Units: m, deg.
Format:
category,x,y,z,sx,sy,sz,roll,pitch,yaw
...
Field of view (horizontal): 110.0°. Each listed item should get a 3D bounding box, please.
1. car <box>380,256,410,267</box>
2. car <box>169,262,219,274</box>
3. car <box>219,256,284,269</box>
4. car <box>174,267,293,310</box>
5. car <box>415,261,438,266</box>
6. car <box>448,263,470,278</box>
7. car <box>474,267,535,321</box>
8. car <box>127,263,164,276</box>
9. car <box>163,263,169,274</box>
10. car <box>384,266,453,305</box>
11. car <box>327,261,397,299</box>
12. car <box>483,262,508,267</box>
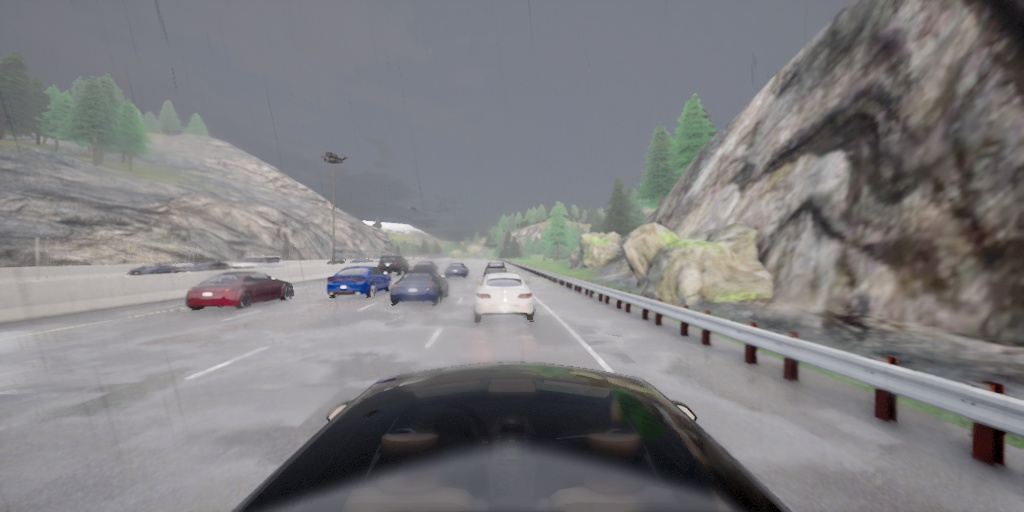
category,x,y,z,sx,sy,sz,roll,pitch,yaw
car,-12.360,0.976,37.768,2.150,2.045,5.566,0,0,-4
car,-26.142,1.294,30.859,1.837,1.490,4.892,0,0,-4
car,-22.711,0.998,31.996,2.150,2.045,5.566,0,0,-4
car,-10.945,1.329,14.767,1.994,1.385,4.181,0,0,-3
car,-8.801,1.225,36.957,1.882,1.535,5.008,0,0,-4
car,-5.075,1.306,33.501,1.994,1.385,4.181,0,0,-4
car,-0.299,1.270,12.266,1.812,1.442,4.674,0,0,-3
car,-33.331,1.365,33.689,1.994,1.385,4.181,0,0,-4
car,-29.842,1.358,33.957,1.994,1.385,4.181,0,0,-4
car,-4.009,1.314,16.109,1.994,1.385,4.181,0,0,-3
car,-7.642,1.234,18.424,1.882,1.535,5.008,0,0,-3
car,-1.349,1.227,30.044,2.128,1.511,4.902,0,0,-4
